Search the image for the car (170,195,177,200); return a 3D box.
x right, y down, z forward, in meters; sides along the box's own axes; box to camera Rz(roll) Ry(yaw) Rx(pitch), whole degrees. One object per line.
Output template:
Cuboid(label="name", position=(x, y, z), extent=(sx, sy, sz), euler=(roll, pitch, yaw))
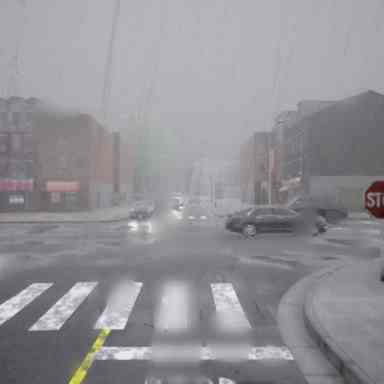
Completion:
Cuboid(label="car", position=(-5.345, 1.517, 94.615), extent=(1.752, 1.417, 4.829), euler=(1, 0, 0))

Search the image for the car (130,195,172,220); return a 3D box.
Cuboid(label="car", position=(-3.629, 1.365, 28.818), extent=(2.097, 1.767, 4.553), euler=(-1, 0, 13))

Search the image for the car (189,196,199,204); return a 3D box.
Cuboid(label="car", position=(0.377, 1.530, 63.889), extent=(2.033, 1.411, 5.357), euler=(0, 0, -3))

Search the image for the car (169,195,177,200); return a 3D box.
Cuboid(label="car", position=(-5.303, 1.541, 92.641), extent=(2.008, 1.369, 4.403), euler=(1, 0, 0))

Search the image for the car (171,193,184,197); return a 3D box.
Cuboid(label="car", position=(-2.567, 1.205, 54.039), extent=(2.150, 2.045, 5.566), euler=(0, 0, 1))

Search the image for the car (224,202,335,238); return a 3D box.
Cuboid(label="car", position=(4.043, 1.404, 16.303), extent=(4.892, 1.490, 1.837), euler=(-1, -1, -1))

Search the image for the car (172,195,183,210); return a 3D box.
Cuboid(label="car", position=(-2.577, 1.482, 41.590), extent=(2.128, 1.511, 4.902), euler=(0, 0, 0))

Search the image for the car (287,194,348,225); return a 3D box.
Cuboid(label="car", position=(7.793, 1.222, 23.049), extent=(5.566, 2.045, 2.150), euler=(-1, -1, -1))
